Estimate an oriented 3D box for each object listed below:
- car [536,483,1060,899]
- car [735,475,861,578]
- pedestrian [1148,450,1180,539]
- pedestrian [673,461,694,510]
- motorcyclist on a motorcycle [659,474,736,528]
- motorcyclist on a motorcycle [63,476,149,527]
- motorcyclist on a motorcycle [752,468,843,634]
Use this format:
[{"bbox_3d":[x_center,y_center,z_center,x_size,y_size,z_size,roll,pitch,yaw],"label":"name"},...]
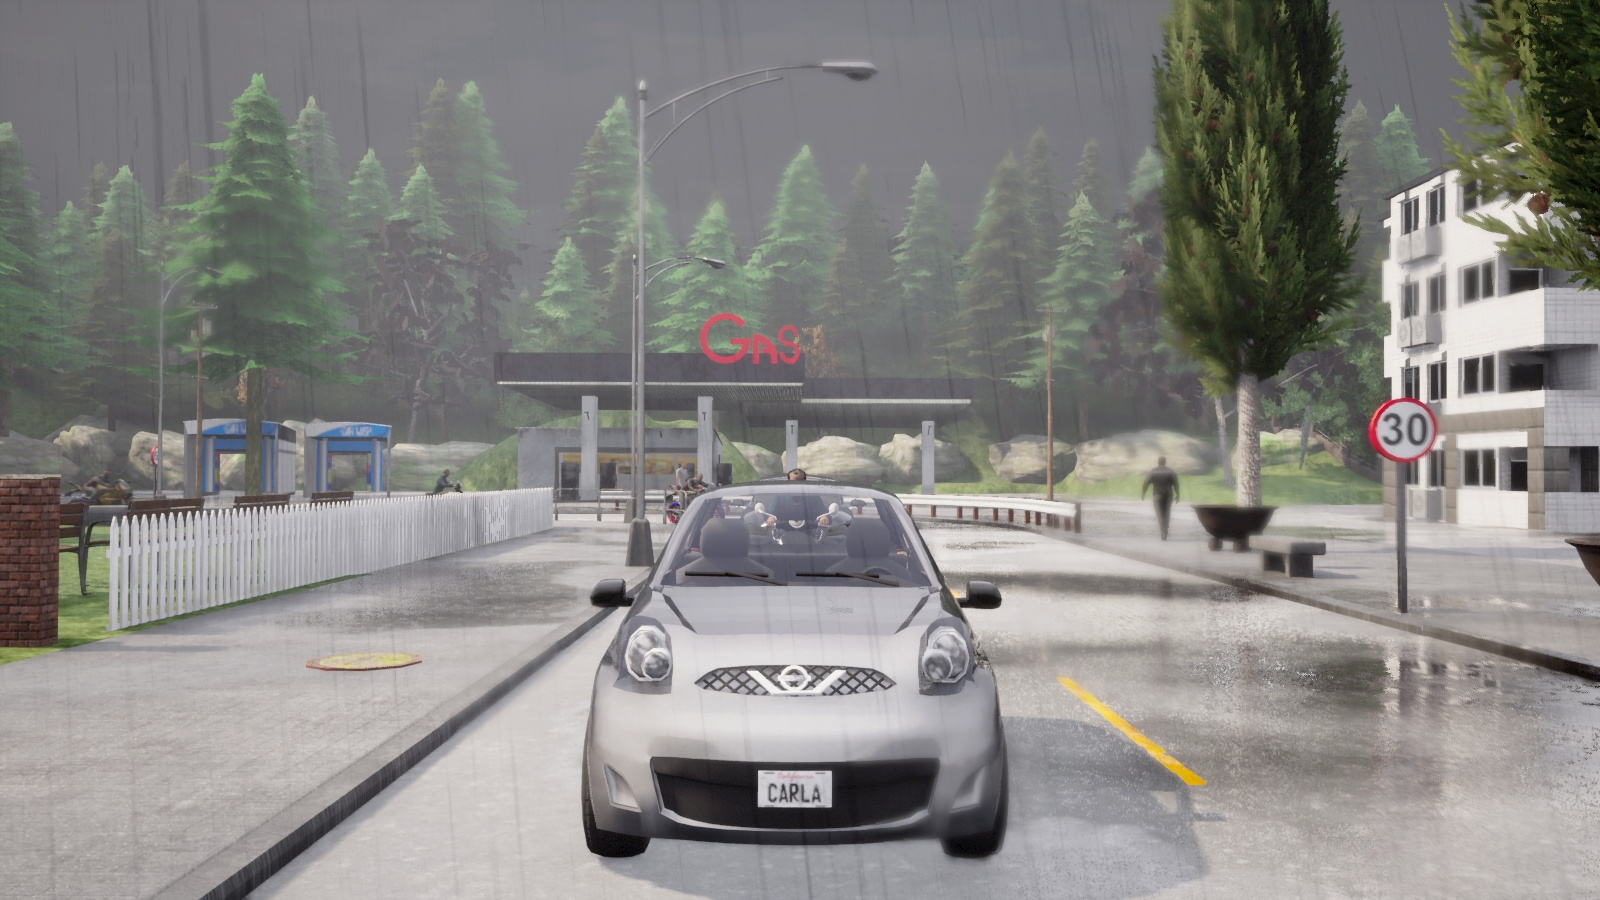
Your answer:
[{"bbox_3d":[-0.011,0.933,6.254,1.845,1.501,3.633,0,-1,0],"label":"car"},{"bbox_3d":[-0.031,1.168,20.811,1.837,1.490,4.892,0,-1,0],"label":"car"},{"bbox_3d":[7.783,0.943,26.877,0.563,1.883,0.849,0,-1,10],"label":"pedestrian"},{"bbox_3d":[-4.351,1.329,47.023,0.706,1.836,0.354,-1,-1,31],"label":"pedestrian"},{"bbox_3d":[-2.997,1.477,36.633,2.191,1.530,0.866,-1,-1,36],"label":"motorcyclist on a motorcycle"},{"bbox_3d":[-21.420,1.585,38.788,2.191,1.530,0.866,0,-1,0],"label":"motorcyclist on a motorcycle"},{"bbox_3d":[-0.025,0.986,12.971,0.866,1.590,1.817,0,-1,0],"label":"motorcyclist on a motorcycle"}]
